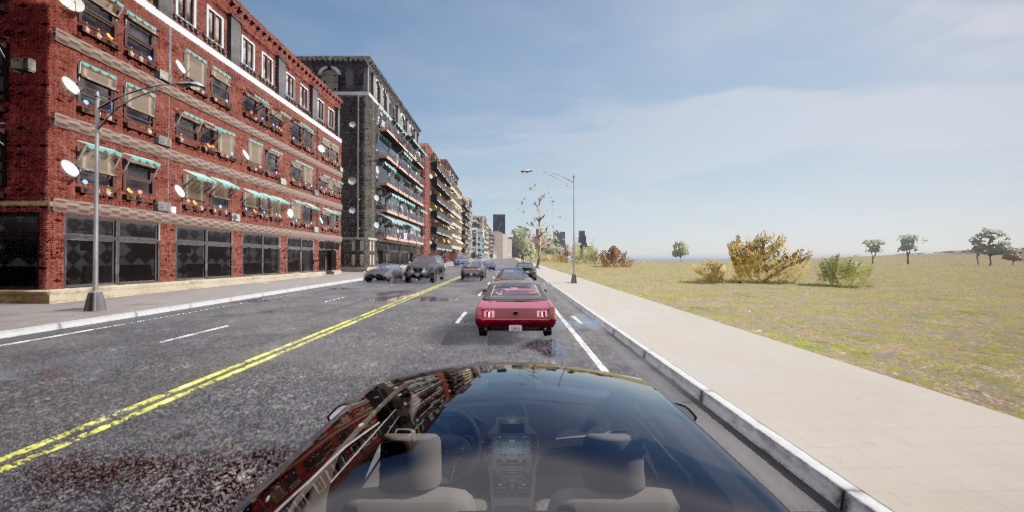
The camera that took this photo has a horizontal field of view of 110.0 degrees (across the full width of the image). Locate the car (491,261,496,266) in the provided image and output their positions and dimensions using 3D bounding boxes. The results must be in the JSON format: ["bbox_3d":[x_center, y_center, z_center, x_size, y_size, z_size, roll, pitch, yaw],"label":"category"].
[{"bbox_3d":[-3.280,1.320,51.062,1.994,1.385,4.181,0,0,0],"label":"car"}]

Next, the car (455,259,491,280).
[{"bbox_3d":[-3.226,1.246,30.835,2.128,1.511,4.902,0,0,0],"label":"car"}]

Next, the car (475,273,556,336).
[{"bbox_3d":[0.079,1.353,10.380,1.895,1.301,4.718,0,0,0],"label":"car"}]

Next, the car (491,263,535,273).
[{"bbox_3d":[0.044,1.318,20.411,1.994,1.385,4.181,0,0,0],"label":"car"}]

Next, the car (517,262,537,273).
[{"bbox_3d":[1.063,1.261,30.405,1.837,1.490,4.892,0,0,0],"label":"car"}]

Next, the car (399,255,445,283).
[{"bbox_3d":[-6.668,0.976,27.993,2.150,2.045,5.566,0,0,0],"label":"car"}]

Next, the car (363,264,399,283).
[{"bbox_3d":[-9.918,1.302,28.497,2.033,1.411,5.357,0,0,0],"label":"car"}]
